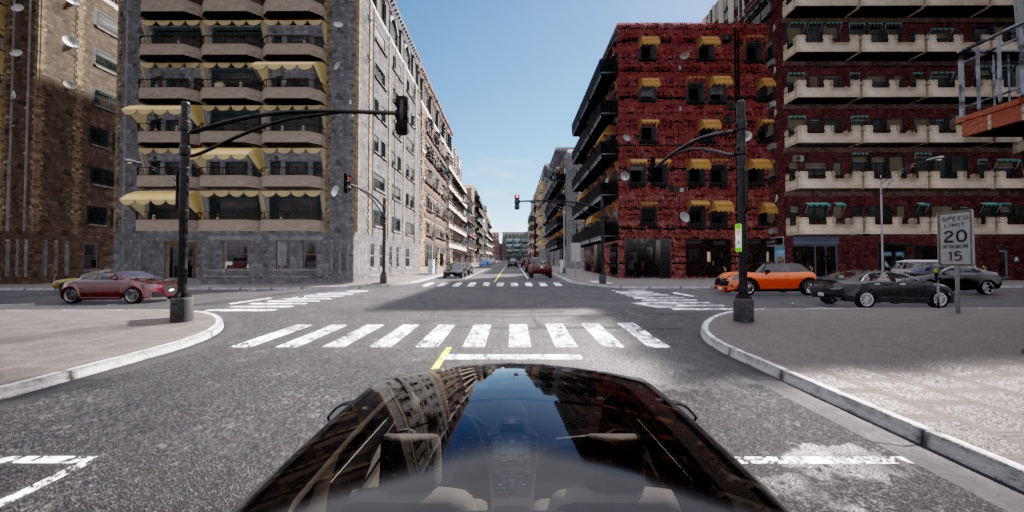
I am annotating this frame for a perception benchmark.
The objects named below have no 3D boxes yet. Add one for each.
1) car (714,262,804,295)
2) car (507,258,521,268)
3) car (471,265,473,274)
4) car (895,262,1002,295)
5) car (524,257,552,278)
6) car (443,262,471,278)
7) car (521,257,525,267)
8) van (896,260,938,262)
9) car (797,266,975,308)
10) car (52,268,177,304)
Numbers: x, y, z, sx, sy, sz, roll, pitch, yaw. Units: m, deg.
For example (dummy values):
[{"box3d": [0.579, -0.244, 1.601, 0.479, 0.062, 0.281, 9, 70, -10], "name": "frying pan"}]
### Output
[{"box3d": [13.223, 1.102, 18.889, 4.553, 1.767, 2.097, 0, -1, 1], "name": "car"}, {"box3d": [0.168, 1.329, 63.892, 1.837, 1.490, 4.892, 0, 0, 0], "name": "car"}, {"box3d": [-5.273, 1.331, 39.255, 1.948, 1.339, 4.313, 0, 0, 0], "name": "car"}, {"box3d": [22.419, 1.219, 18.825, 4.902, 1.511, 2.128, 0, -1, 0], "name": "car"}, {"box3d": [2.602, 1.076, 33.731, 2.192, 1.841, 5.009, 0, 0, 0], "name": "car"}, {"box3d": [-5.279, 1.328, 33.694, 1.948, 1.339, 4.313, 0, 0, 0], "name": "car"}, {"box3d": [2.615, 1.086, 44.854, 2.192, 1.841, 5.009, 0, 0, 0], "name": "car"}, {"box3d": [24.925, 1.115, 21.265, 3.998, 1.789, 1.690, 0, 0, 0], "name": "van"}, {"box3d": [13.758, 1.185, 13.425, 4.403, 1.370, 2.007, 0, 0, 0], "name": "car"}, {"box3d": [-17.192, 1.339, 16.014, 4.181, 1.385, 1.994, 0, -1, 0], "name": "car"}]
